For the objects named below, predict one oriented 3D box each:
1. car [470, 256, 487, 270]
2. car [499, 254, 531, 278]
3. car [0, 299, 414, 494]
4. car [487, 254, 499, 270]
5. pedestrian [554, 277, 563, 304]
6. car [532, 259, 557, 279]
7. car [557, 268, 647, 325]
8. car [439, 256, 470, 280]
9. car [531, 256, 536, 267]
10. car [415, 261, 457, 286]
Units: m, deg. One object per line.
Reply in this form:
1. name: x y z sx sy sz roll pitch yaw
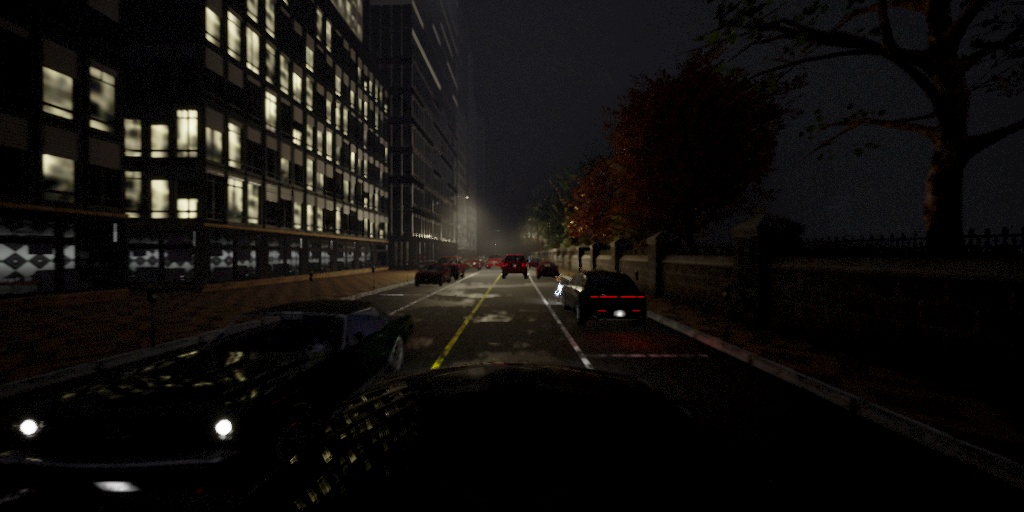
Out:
1. car: -4.961 0.893 46.557 2.192 1.841 5.009 0 0 1
2. car: 0.282 0.860 31.676 2.150 2.045 5.566 0 0 1
3. car: -2.843 1.338 4.783 1.895 1.301 4.718 0 0 0
4. car: -2.254 0.794 49.157 2.150 2.045 5.566 0 0 2
5. pedestrian: 1.919 0.996 14.555 0.375 1.860 0.375 0 0 0
6. car: 2.913 1.188 30.257 1.888 1.381 4.507 0 0 1
7. car: 2.773 1.219 11.612 1.837 1.490 4.892 0 0 0
8. car: -5.121 0.957 29.681 2.192 1.841 5.009 0 0 1
9. car: 3.361 1.103 52.815 1.888 1.381 4.507 0 0 1
10. car: -5.190 1.209 24.056 1.888 1.381 4.507 0 0 1
